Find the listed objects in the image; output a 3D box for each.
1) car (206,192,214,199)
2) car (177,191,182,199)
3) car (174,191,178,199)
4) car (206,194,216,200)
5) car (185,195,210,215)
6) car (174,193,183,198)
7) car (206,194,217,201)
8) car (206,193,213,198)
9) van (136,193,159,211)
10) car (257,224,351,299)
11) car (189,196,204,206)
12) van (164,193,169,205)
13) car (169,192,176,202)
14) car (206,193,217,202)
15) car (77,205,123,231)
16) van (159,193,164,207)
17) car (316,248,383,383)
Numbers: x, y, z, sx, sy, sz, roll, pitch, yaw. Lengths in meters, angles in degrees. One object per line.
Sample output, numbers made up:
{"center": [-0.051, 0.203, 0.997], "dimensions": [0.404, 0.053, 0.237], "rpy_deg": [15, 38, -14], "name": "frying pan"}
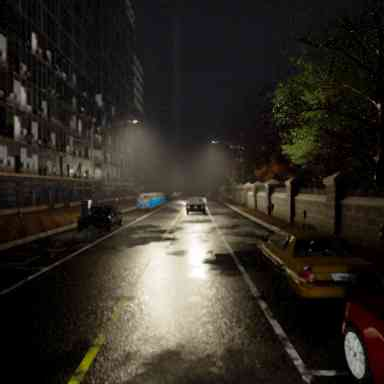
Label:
{"center": [4.360, 0.831, 81.438], "dimensions": [1.967, 1.590, 4.097], "rpy_deg": [0, 0, 3], "name": "car"}
{"center": [-3.896, 0.982, 75.710], "dimensions": [2.008, 1.369, 4.403], "rpy_deg": [0, 0, 2], "name": "car"}
{"center": [-4.285, 1.064, 64.461], "dimensions": [2.008, 1.369, 4.403], "rpy_deg": [0, 0, 2], "name": "car"}
{"center": [3.933, 1.039, 70.157], "dimensions": [1.947, 1.339, 4.313], "rpy_deg": [0, 0, 2], "name": "car"}
{"center": [0.351, 1.310, 31.070], "dimensions": [2.033, 1.411, 5.357], "rpy_deg": [0, 0, 1], "name": "car"}
{"center": [-3.442, 0.900, 86.967], "dimensions": [2.008, 1.369, 4.403], "rpy_deg": [0, 0, 2], "name": "car"}
{"center": [3.746, 1.081, 64.509], "dimensions": [1.947, 1.339, 4.313], "rpy_deg": [0, 0, 2], "name": "car"}
{"center": [4.844, 0.891, 92.712], "dimensions": [1.802, 1.307, 4.206], "rpy_deg": [0, 0, 3], "name": "car"}
{"center": [-4.986, 1.064, 36.313], "dimensions": [1.690, 1.788, 3.998], "rpy_deg": [0, 0, 1], "name": "van"}
{"center": [2.727, 1.461, 8.232], "dimensions": [1.752, 1.417, 4.829], "rpy_deg": [0, 0, 0], "name": "car"}
{"center": [0.646, 1.248, 46.469], "dimensions": [1.895, 1.301, 4.718], "rpy_deg": [0, 0, 1], "name": "car"}
{"center": [-4.753, 0.979, 47.575], "dimensions": [1.690, 1.788, 3.998], "rpy_deg": [0, 0, 1], "name": "van"}
{"center": [-4.455, 1.121, 58.828], "dimensions": [1.947, 1.339, 4.313], "rpy_deg": [0, 0, 2], "name": "car"}
{"center": [3.575, 1.101, 58.866], "dimensions": [1.887, 1.381, 4.507], "rpy_deg": [0, 0, 2], "name": "car"}
{"center": [-5.221, 1.416, 19.433], "dimensions": [1.947, 1.339, 4.313], "rpy_deg": [0, 0, 0], "name": "car"}
{"center": [-4.875, 1.021, 41.948], "dimensions": [1.690, 1.788, 3.998], "rpy_deg": [0, 0, 1], "name": "van"}
{"center": [2.711, 1.525, 2.422], "dimensions": [1.887, 1.381, 4.507], "rpy_deg": [0, 0, 0], "name": "car"}
